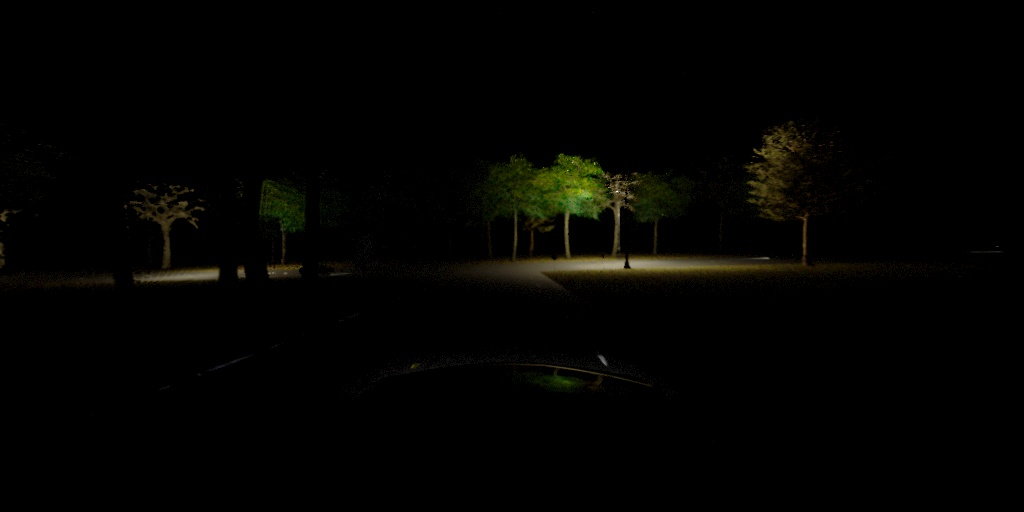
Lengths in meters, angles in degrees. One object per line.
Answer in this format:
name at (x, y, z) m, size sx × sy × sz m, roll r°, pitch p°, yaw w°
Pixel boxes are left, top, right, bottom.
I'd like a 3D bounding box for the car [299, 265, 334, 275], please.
car at (-28.792, 1.996, 52.847) m, size 4.674 × 1.442 × 1.812 m, roll -1°, pitch 3°, yaw 0°
